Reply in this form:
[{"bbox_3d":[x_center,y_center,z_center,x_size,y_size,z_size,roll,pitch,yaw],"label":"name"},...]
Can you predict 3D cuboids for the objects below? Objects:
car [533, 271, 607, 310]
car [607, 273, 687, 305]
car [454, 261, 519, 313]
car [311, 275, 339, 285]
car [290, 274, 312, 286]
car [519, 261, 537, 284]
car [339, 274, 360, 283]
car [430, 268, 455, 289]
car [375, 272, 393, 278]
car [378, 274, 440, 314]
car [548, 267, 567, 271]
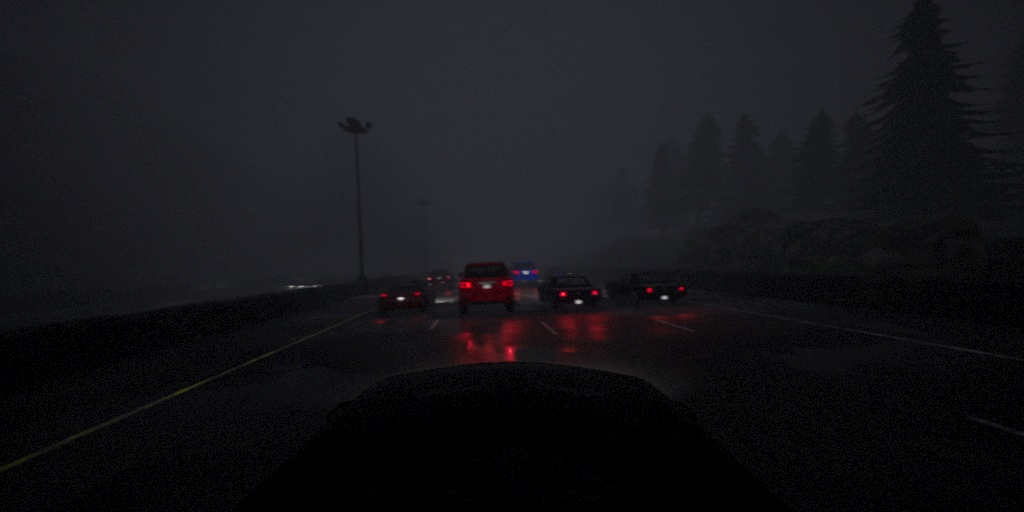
[{"bbox_3d":[2.359,1.525,15.981,1.895,1.301,4.718,-2,-1,-5],"label":"car"},{"bbox_3d":[5.835,1.404,16.382,1.895,1.301,4.718,-2,-1,-5],"label":"car"},{"bbox_3d":[-1.170,1.280,16.023,2.150,2.045,5.566,-2,-1,-5],"label":"car"},{"bbox_3d":[-25.643,3.270,50.150,1.895,1.301,4.718,-2,-1,-5],"label":"car"},{"bbox_3d":[-29.166,3.328,50.256,1.812,1.442,4.674,-2,-1,-5],"label":"car"},{"bbox_3d":[0.884,1.515,31.285,2.150,2.045,5.566,-2,-1,-5],"label":"car"},{"bbox_3d":[-22.165,3.147,50.486,1.895,1.301,4.718,-2,-1,-5],"label":"car"},{"bbox_3d":[-6.136,1.906,31.287,2.097,1.767,4.553,-2,-1,-5],"label":"car"},{"bbox_3d":[-18.899,3.043,53.195,1.994,1.385,4.181,-2,-1,-5],"label":"car"},{"bbox_3d":[-4.725,1.766,16.636,1.994,1.385,4.181,-2,-1,-5],"label":"car"},{"bbox_3d":[4.199,1.740,33.583,1.812,1.442,4.674,-2,-1,-5],"label":"car"}]
